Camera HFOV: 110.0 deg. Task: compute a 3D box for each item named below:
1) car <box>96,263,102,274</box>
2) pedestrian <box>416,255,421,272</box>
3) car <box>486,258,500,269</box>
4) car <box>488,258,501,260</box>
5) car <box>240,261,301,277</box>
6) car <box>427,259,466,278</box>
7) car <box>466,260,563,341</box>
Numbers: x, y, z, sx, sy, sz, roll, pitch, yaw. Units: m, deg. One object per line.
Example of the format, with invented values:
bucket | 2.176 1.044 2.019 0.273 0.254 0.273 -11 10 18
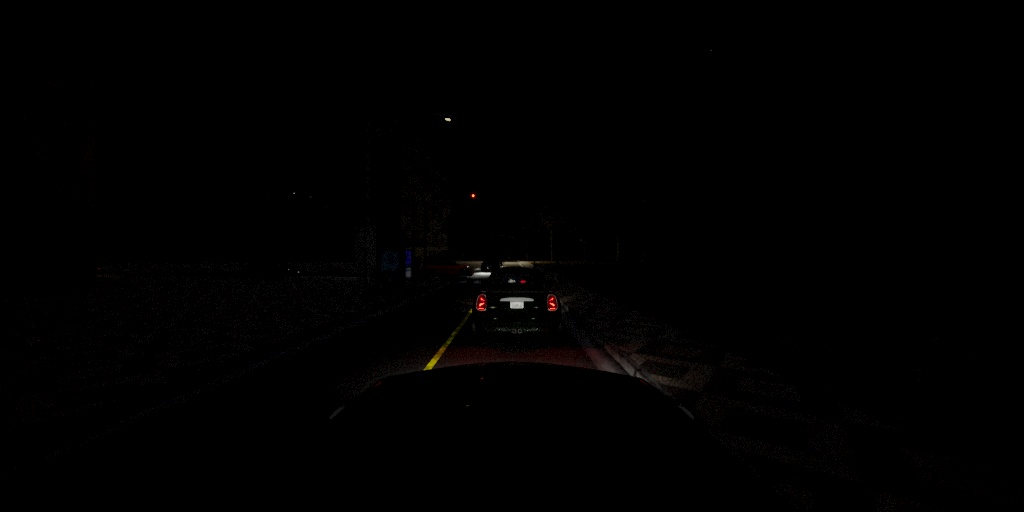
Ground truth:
car | -44.294 1.092 36.064 4.892 1.490 1.837 0 1 2
pedestrian | -9.965 0.800 38.171 0.375 1.860 0.375 0 0 2
car | -2.911 1.164 56.476 1.882 1.535 5.008 0 0 0
car | -2.949 1.195 46.214 2.128 1.511 4.902 0 0 0
car | -21.620 1.172 32.269 4.902 1.511 2.128 0 1 2
car | -5.932 1.074 33.072 4.553 1.767 2.097 0 0 -14
car | 0.117 1.099 10.016 2.097 1.767 4.553 0 0 0
